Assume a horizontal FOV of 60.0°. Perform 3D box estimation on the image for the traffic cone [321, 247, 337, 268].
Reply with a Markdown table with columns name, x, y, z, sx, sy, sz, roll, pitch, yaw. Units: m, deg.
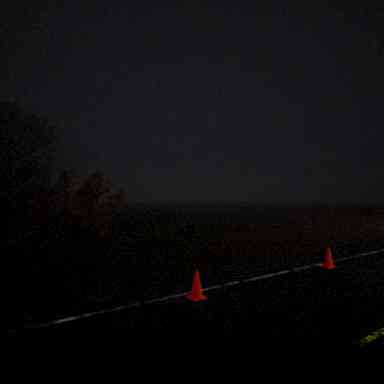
| name | x | y | z | sx | sy | sz | roll | pitch | yaw |
| --- | --- | --- | --- | --- | --- | --- | --- | --- | --- |
| traffic cone | 4.123 | 1.962 | 10.037 | 0.340 | 0.580 | 0.340 | 0 | 0 | -36 |

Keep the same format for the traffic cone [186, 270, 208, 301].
| name | x | y | z | sx | sy | sz | roll | pitch | yaw |
| --- | --- | --- | --- | --- | --- | --- | --- | --- | --- |
| traffic cone | 0.107 | 1.960 | 7.099 | 0.340 | 0.580 | 0.340 | 0 | 0 | -36 |
